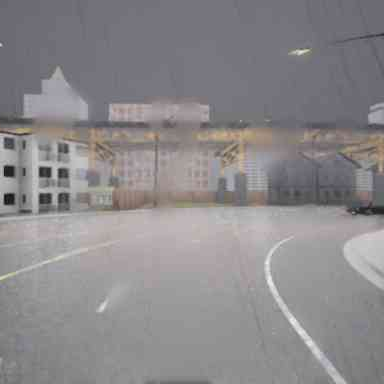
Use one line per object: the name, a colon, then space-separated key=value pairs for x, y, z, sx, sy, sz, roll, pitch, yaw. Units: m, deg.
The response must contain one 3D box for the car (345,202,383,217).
car: x=16.620 y=1.568 z=30.352 sx=4.718 sy=1.301 sz=1.895 roll=0 pitch=0 yaw=-14
